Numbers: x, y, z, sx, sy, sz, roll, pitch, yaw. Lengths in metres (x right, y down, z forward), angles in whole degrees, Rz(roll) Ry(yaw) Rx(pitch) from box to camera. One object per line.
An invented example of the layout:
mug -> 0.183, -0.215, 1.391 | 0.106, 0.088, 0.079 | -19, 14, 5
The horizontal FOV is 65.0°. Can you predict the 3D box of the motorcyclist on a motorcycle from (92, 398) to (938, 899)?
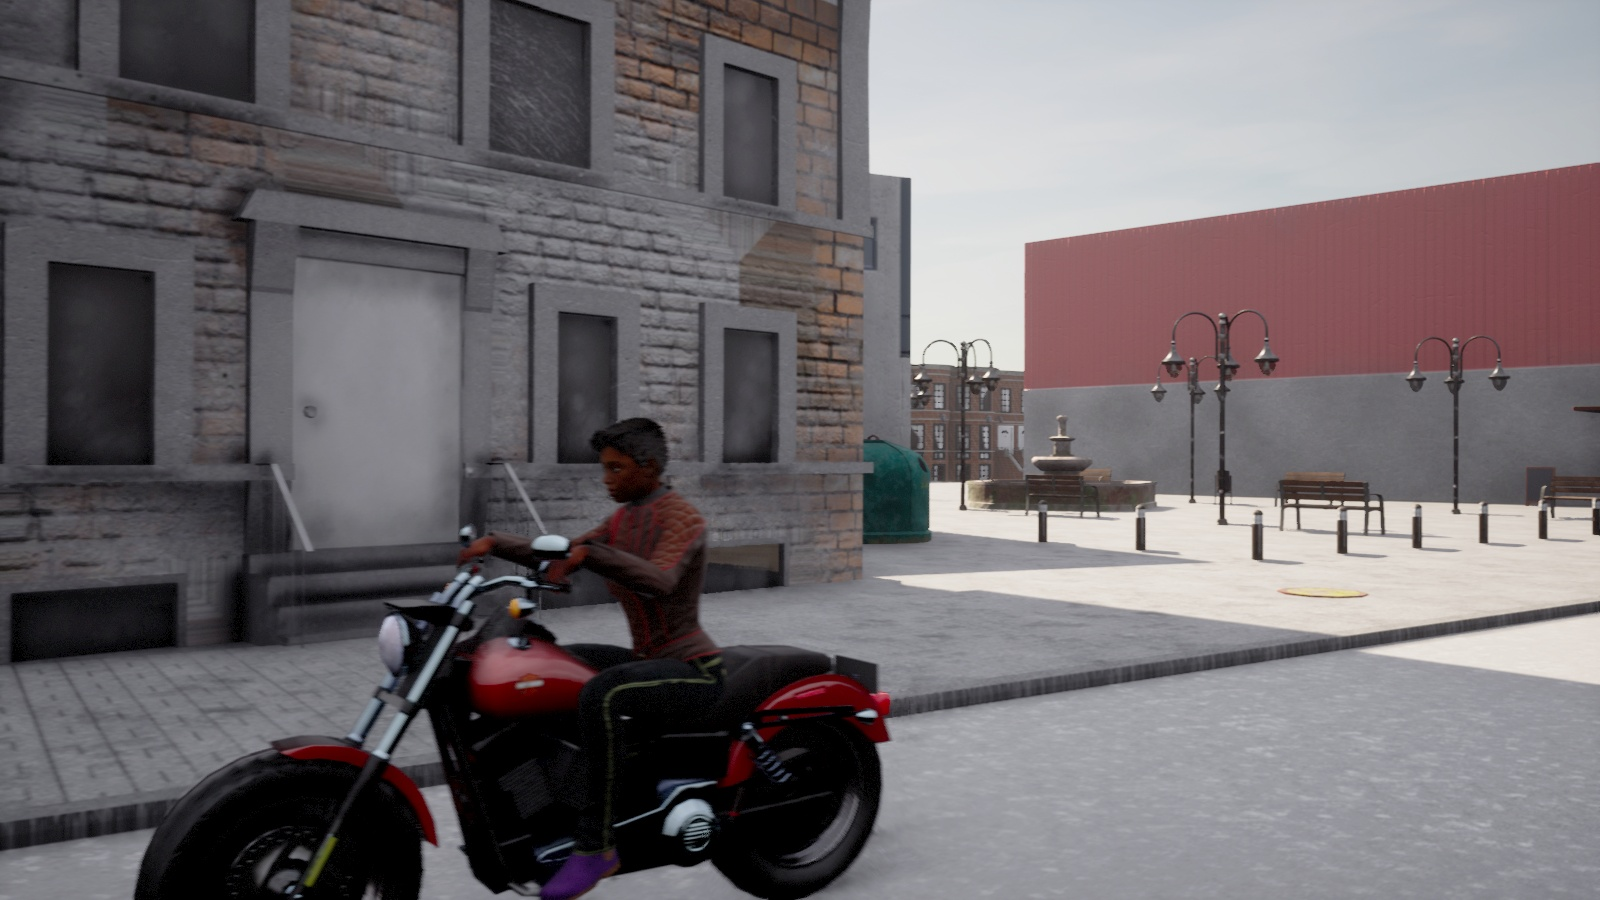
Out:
motorcyclist on a motorcycle -> -0.733, 0.708, 3.758 | 2.350, 1.649, 0.766 | 0, 0, -35
